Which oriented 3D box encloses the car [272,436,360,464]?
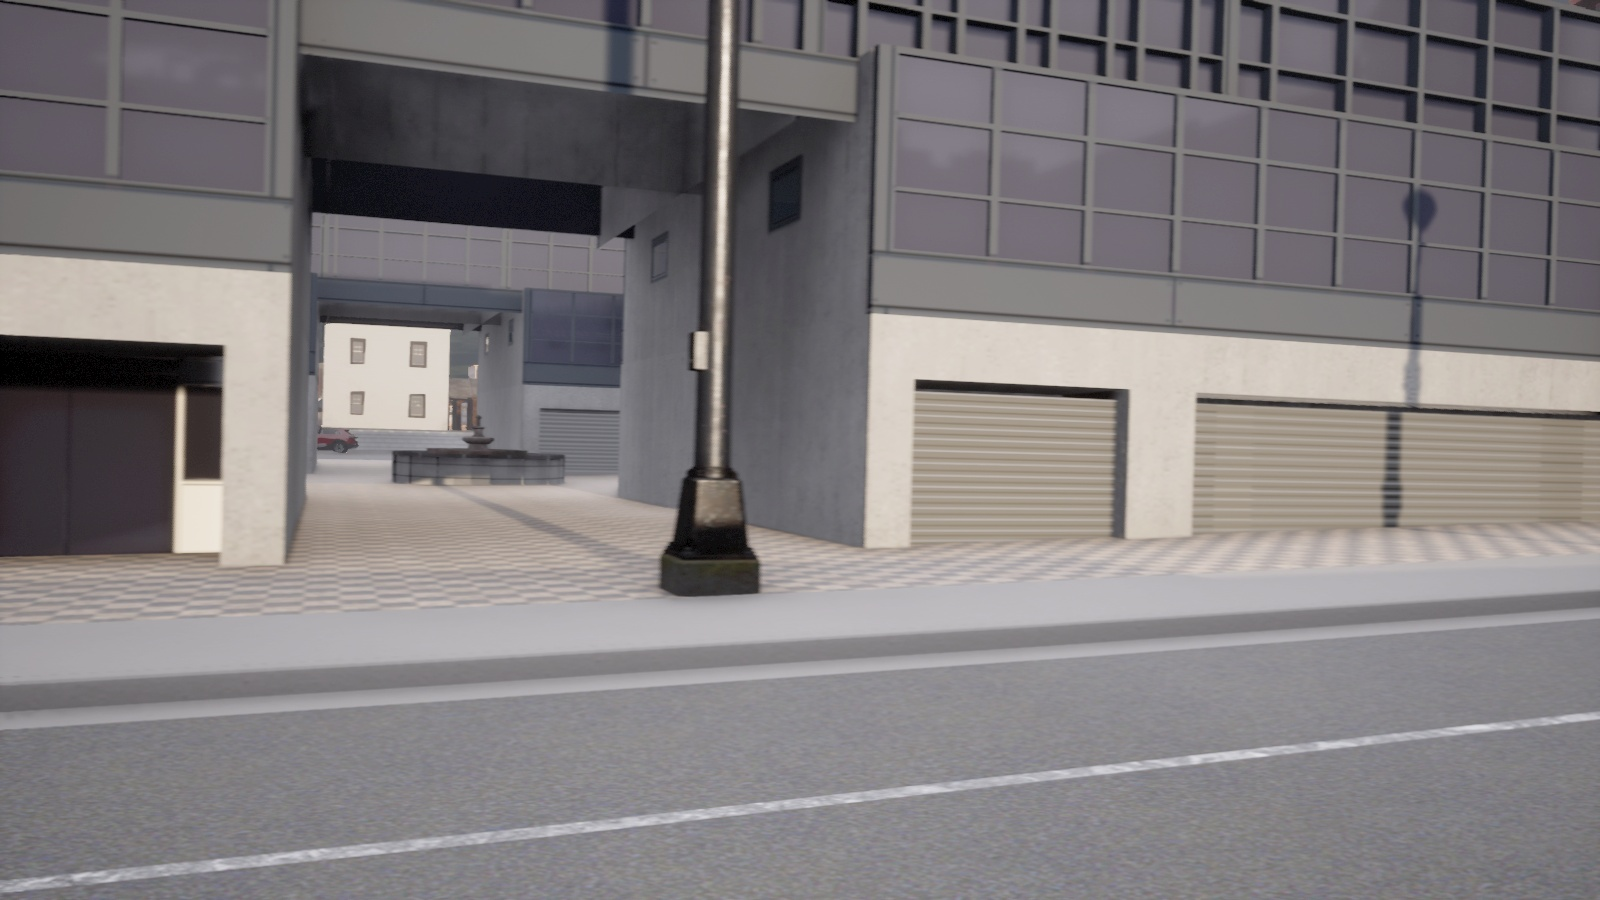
[{"bbox_3d":[-29.711,0.005,77.235,4.856,1.649,2.033,0,1,-14],"label":"car"}]
